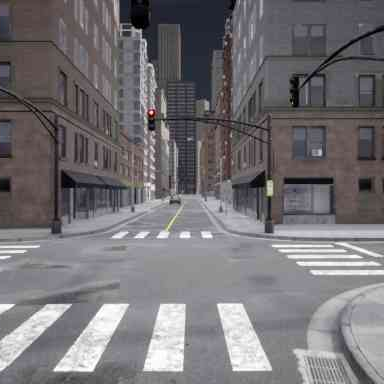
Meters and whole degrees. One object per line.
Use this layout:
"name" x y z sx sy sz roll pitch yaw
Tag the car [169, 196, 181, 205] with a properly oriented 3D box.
"car" -2.987 1.457 59.698 1.882 1.535 5.008 0 0 0
